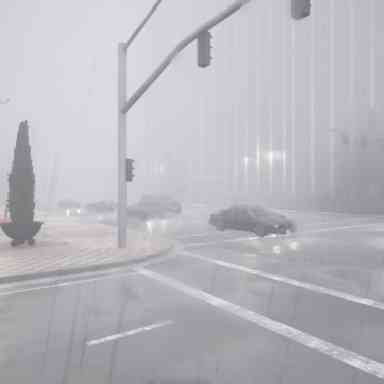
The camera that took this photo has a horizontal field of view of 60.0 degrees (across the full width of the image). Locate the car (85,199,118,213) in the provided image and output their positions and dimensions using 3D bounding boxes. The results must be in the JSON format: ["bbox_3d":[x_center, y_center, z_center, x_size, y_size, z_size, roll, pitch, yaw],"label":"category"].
[{"bbox_3d":[-10.094,1.601,36.457,1.895,1.301,4.718,0,0,-36],"label":"car"}]

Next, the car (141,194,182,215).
[{"bbox_3d":[-3.260,1.224,32.972,2.150,2.045,5.566,0,0,-36],"label":"car"}]

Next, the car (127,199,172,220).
[{"bbox_3d":[-3.852,1.564,27.811,1.994,1.385,4.181,0,0,-36],"label":"car"}]

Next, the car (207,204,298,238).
[{"bbox_3d":[3.090,1.547,18.259,2.033,1.411,5.357,0,0,-36],"label":"car"}]

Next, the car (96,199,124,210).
[{"bbox_3d":[-10.803,1.601,43.435,1.895,1.301,4.718,0,0,-36],"label":"car"}]

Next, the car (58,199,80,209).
[{"bbox_3d":[-17.013,1.601,46.095,1.895,1.301,4.718,0,0,-35],"label":"car"}]

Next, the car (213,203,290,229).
[{"bbox_3d":[3.950,1.547,23.011,2.033,1.411,5.357,0,0,-36],"label":"car"}]
